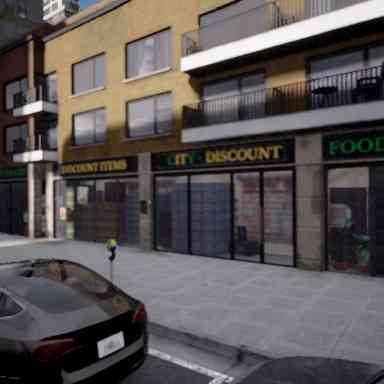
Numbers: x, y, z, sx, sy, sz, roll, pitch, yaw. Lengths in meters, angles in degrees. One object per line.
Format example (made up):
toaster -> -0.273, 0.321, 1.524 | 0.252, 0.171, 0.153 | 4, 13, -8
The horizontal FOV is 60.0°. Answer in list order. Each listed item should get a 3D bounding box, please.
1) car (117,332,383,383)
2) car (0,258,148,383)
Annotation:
car -> 1.975, 1.542, 1.400 | 4.403, 1.369, 2.008 | -1, 0, 36
car -> -2.517, 1.612, 4.605 | 4.313, 1.339, 1.947 | -1, 0, 36
